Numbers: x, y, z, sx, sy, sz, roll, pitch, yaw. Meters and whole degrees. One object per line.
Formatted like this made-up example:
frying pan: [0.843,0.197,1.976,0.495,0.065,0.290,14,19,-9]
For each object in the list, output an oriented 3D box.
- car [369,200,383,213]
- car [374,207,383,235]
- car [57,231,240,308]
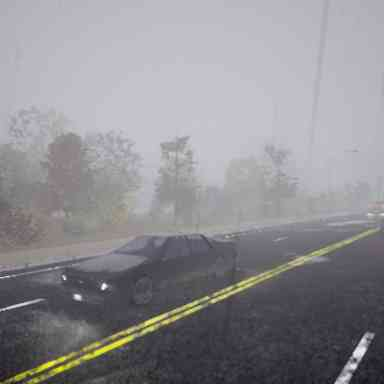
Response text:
car: [25.795,1.943,45.531,2.097,1.767,4.553,-3,-2,42]
car: [12.537,1.769,19.867,1.812,1.442,4.674,-2,-2,39]
car: [-0.717,1.791,8.924,2.033,1.411,5.357,-2,-2,38]
